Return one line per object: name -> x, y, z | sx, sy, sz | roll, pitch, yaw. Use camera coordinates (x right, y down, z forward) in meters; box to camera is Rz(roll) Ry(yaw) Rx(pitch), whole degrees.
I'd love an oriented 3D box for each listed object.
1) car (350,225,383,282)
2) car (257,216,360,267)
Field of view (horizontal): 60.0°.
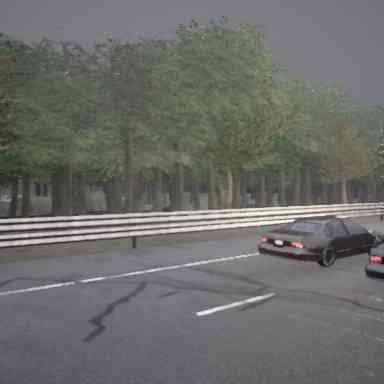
car -> 6.454, 1.539, 8.352 | 5.357, 1.411, 2.033 | 0, 0, -36
car -> 4.623, 1.539, 11.340 | 5.357, 1.411, 2.033 | 0, 0, -36
